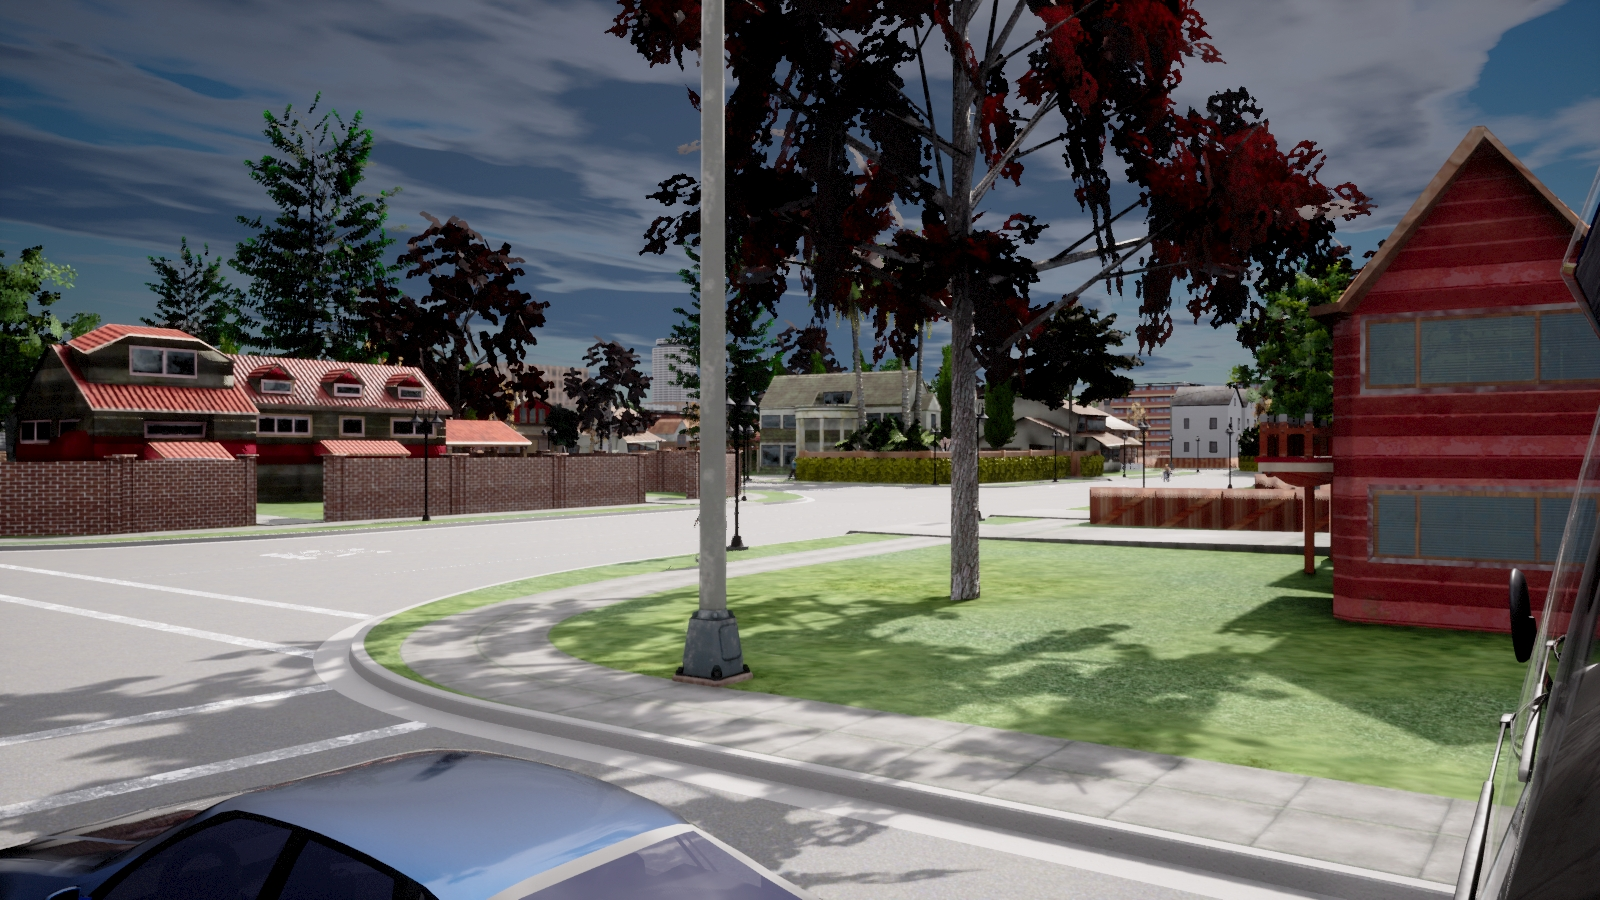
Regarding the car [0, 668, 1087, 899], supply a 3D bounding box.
[{"bbox_3d":[-1.713,2.106,4.943,5.357,1.411,2.033,0,0,36],"label":"car"}]
